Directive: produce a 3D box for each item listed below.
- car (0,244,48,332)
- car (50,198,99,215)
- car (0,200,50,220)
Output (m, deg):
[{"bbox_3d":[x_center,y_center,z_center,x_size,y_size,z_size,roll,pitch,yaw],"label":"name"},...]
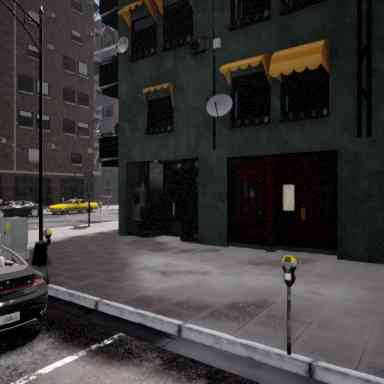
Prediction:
[{"bbox_3d":[-4.343,1.551,5.969,4.403,1.369,2.008,0,0,35],"label":"car"},{"bbox_3d":[-10.824,1.249,30.403,1.752,1.417,4.829,1,1,35],"label":"car"},{"bbox_3d":[-13.912,1.350,25.977,2.008,1.369,4.403,1,1,35],"label":"car"}]
